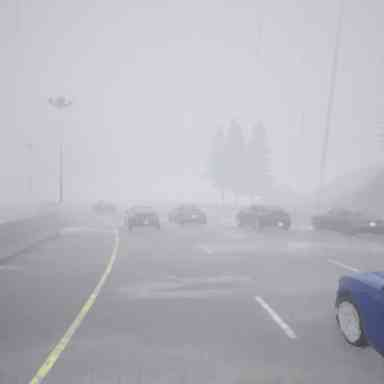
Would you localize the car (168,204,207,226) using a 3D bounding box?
[{"bbox_3d":[-0.416,1.580,23.873,1.994,1.385,4.181,0,0,-17],"label":"car"}]

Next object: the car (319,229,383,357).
[{"bbox_3d":[3.281,1.462,3.295,1.882,1.535,5.008,0,0,-3],"label":"car"}]

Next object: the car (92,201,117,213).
[{"bbox_3d":[-10.002,1.678,37.629,1.895,1.301,4.718,0,0,-28],"label":"car"}]

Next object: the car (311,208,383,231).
[{"bbox_3d":[8.315,1.529,18.035,1.994,1.385,4.181,0,0,-12],"label":"car"}]

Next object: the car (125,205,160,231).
[{"bbox_3d":[-3.193,1.556,21.014,1.812,1.442,4.674,0,0,-16],"label":"car"}]

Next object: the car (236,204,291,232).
[{"bbox_3d":[4.217,1.494,20.330,1.837,1.490,4.892,0,0,-14],"label":"car"}]
